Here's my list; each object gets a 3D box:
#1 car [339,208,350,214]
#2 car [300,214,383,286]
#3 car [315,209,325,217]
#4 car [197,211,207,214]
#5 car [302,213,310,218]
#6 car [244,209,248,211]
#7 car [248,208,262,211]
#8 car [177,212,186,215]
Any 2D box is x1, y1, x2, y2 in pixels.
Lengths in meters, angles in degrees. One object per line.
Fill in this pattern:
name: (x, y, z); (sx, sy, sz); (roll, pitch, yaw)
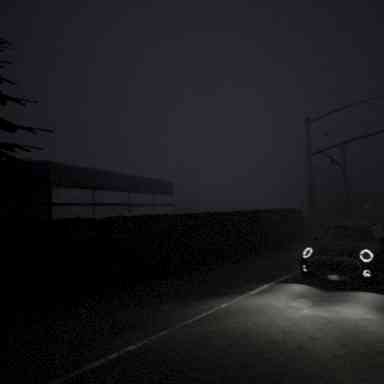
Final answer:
car: (30.001, 3.914, 65.276); (1.845, 1.501, 3.633); (-4, -4, 38)
car: (5.209, 1.783, 10.855); (2.097, 1.767, 4.553); (-4, -4, 38)
car: (23.055, 3.932, 61.314); (1.970, 1.475, 3.806); (-4, -4, 38)
car: (2.995, 5.653, 86.327); (2.152, 1.636, 5.027); (-4, -4, 38)
car: (13.820, 3.306, 44.891); (2.007, 1.523, 4.514); (-4, -4, 38)
car: (13.005, 4.843, 78.399); (1.905, 1.878, 3.866); (-4, -4, 38)
car: (15.536, 4.706, 76.919); (1.932, 1.855, 4.605); (-4, -4, 38)
car: (-2.226, 6.092, 90.048); (1.970, 1.475, 3.806); (-4, -4, 38)
